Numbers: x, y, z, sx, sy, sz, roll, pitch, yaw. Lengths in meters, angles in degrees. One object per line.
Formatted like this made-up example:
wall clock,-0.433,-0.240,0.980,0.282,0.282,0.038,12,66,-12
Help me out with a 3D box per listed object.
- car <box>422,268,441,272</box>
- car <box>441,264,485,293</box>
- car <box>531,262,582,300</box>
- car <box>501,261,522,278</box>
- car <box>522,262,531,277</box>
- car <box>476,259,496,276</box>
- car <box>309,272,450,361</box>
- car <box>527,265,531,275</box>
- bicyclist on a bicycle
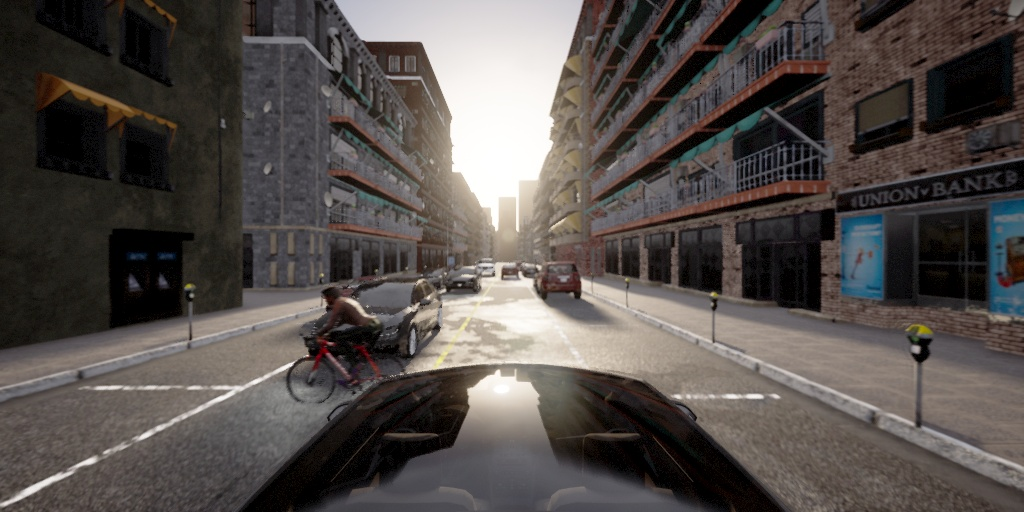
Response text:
car,-5.499,1.538,25.018,1.948,1.339,4.313,0,0,0
car,-2.995,1.457,22.938,1.837,1.490,4.892,0,-1,0
car,2.398,1.227,19.066,2.192,1.841,5.009,0,0,0
car,-0.209,1.583,38.895,1.882,1.535,5.008,0,-1,0
car,2.211,1.698,41.722,1.948,1.339,4.313,0,0,0
car,-3.196,1.385,44.735,2.150,2.045,5.566,0,-1,0
car,-2.896,1.317,8.644,1.837,1.490,4.892,0,0,0
car,2.351,1.517,24.730,2.007,1.370,4.403,0,0,0
bicyclist on a bicycle,-2.292,1.235,4.927,1.656,1.620,0.582,-2,0,0
